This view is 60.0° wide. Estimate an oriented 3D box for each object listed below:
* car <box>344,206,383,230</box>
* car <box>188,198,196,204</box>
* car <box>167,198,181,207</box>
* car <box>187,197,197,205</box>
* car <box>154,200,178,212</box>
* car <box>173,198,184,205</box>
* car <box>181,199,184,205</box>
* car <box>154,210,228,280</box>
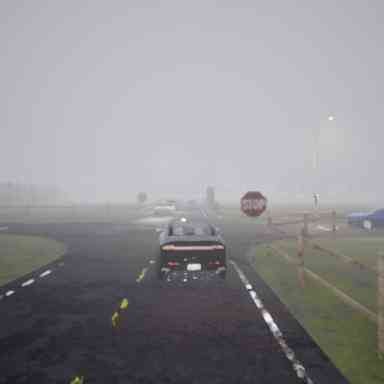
[{"bbox_3d":[12.975,1.712,22.551,5.008,1.535,1.882,0,0,0],"label":"car"},{"bbox_3d":[-0.016,2.000,78.077,1.895,1.301,4.718,0,0,0],"label":"car"},{"bbox_3d":[-2.852,1.714,45.116,1.882,1.535,5.008,0,0,0],"label":"car"},{"bbox_3d":[0.061,1.832,67.938,1.882,1.535,5.008,0,0,0],"label":"car"},{"bbox_3d":[-2.888,1.788,35.632,1.895,1.301,4.718,0,0,1],"label":"car"},{"bbox_3d":[-2.763,1.905,68.785,1.994,1.385,4.181,0,0,0],"label":"car"},{"bbox_3d":[-2.844,1.854,55.543,1.994,1.385,4.181,0,0,0],"label":"car"},{"bbox_3d":[-0.107,1.546,10.190,2.128,1.511,4.902,0,0,-4],"label":"car"}]
